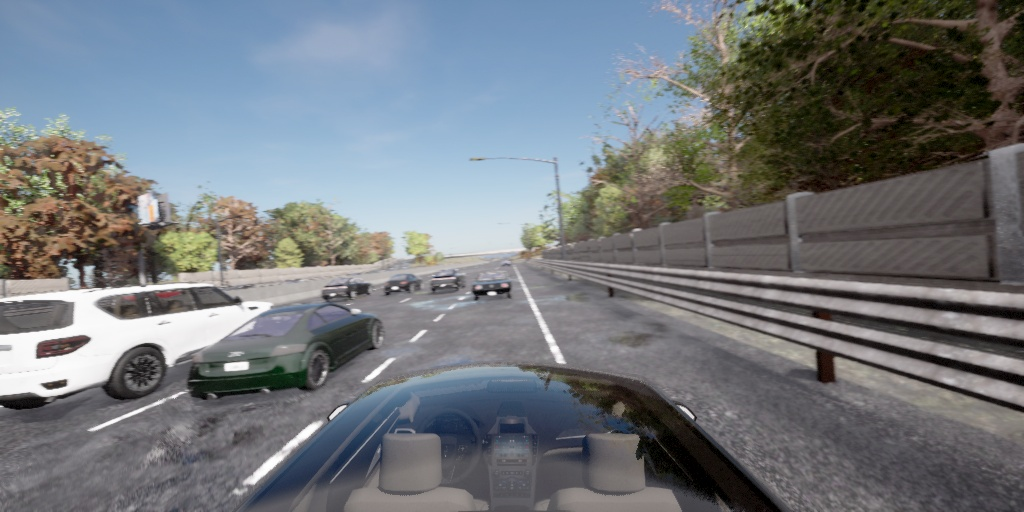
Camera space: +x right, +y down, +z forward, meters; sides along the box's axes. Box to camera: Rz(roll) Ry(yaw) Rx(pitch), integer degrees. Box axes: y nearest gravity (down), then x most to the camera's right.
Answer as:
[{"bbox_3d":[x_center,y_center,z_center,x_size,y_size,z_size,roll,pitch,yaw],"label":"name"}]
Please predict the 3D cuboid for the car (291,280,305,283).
[{"bbox_3d":[-22.065,3.194,36.063,2.128,1.511,4.902,-5,0,0],"label":"car"}]

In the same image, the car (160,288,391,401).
[{"bbox_3d":[-4.290,1.689,7.568,1.994,1.385,4.181,-5,0,0],"label":"car"}]

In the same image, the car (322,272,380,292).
[{"bbox_3d":[-11.363,2.257,25.087,2.128,1.511,4.902,-5,0,0],"label":"car"}]

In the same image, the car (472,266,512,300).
[{"bbox_3d":[-0.962,1.467,19.008,1.895,1.301,4.718,-5,0,0],"label":"car"}]

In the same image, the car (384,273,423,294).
[{"bbox_3d":[-7.893,1.999,26.310,1.812,1.442,4.674,-5,0,0],"label":"car"}]

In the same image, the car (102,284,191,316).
[{"bbox_3d":[-32.532,3.806,32.257,2.150,2.045,5.566,-5,0,0],"label":"car"}]

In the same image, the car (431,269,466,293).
[{"bbox_3d":[-4.386,1.663,25.126,2.128,1.511,4.902,-5,0,0],"label":"car"}]

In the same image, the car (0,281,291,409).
[{"bbox_3d":[-7.812,1.646,8.043,2.150,2.045,5.566,-5,0,0],"label":"car"}]
